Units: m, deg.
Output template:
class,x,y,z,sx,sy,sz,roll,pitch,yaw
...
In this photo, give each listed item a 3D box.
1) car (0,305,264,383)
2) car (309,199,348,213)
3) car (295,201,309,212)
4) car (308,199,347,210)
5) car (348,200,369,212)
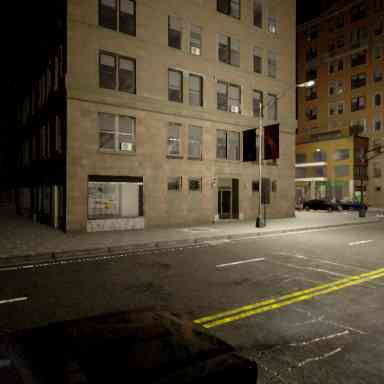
class,x,y,z,sx,sy,sz,roll,pitch,yaw
car,-1.700,1.601,2.230,4.718,1.301,1.895,0,0,-35
car,14.563,1.516,37.435,1.812,1.442,4.674,0,0,-35
car,10.828,1.420,38.350,1.967,1.590,4.097,0,0,-35
car,17.405,1.576,42.947,1.947,1.339,4.313,0,0,-35
car,17.415,1.601,37.906,1.895,1.301,4.718,0,0,-32
